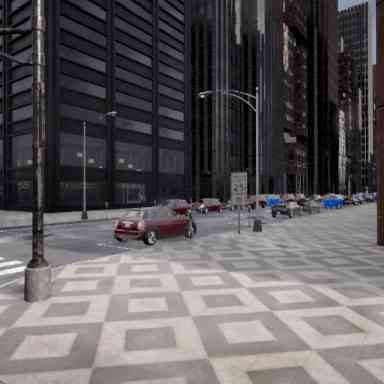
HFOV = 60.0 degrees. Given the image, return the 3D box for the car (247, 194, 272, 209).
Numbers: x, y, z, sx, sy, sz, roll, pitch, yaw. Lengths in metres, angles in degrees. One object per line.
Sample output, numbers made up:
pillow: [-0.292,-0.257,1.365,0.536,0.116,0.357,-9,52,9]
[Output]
car: [7.937,1.234,42.963,2.192,1.841,5.009,0,0,36]

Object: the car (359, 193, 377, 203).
car: [34.522,1.372,65.318,1.887,1.381,4.507,0,0,36]

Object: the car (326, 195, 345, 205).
car: [23.797,1.339,54.970,1.882,1.535,5.008,0,0,36]

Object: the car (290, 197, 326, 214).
car: [11.592,1.466,33.445,1.947,1.339,4.313,0,0,36]

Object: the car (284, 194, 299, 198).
car: [14.489,1.211,52.070,2.192,1.841,5.009,0,0,36]

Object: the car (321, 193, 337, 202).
car: [30.868,1.164,74.838,2.192,1.841,5.009,0,0,36]

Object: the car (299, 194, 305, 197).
car: [17.764,1.201,56.623,2.192,1.841,5.009,0,0,36]

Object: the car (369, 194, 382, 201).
car: [41.073,1.250,74.425,1.967,1.590,4.097,0,0,36]

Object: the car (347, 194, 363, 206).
car: [24.695,1.421,51.658,1.947,1.339,4.313,0,0,36]

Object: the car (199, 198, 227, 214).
car: [1.386,1.384,33.856,1.967,1.590,4.097,0,0,36]

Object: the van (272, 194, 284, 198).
van: [11.212,1.248,47.516,1.690,1.788,3.998,0,0,36]

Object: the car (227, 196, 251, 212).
car: [4.662,1.482,38.410,2.008,1.369,4.403,0,0,36]

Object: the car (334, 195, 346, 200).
car: [37.420,1.399,83.945,1.947,1.339,4.313,0,0,36]

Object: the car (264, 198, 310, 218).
car: [8.317,1.464,28.892,2.008,1.369,4.403,0,0,36]

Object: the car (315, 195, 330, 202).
car: [27.593,1.408,70.285,2.008,1.369,4.403,0,0,36]

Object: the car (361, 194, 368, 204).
car: [27.970,1.411,56.212,1.947,1.339,4.313,0,0,36]

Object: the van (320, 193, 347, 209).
van: [18.143,1.218,42.552,1.690,1.788,3.998,0,0,36]

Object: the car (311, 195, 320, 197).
car: [24.316,1.307,65.731,1.967,1.590,4.097,0,0,36]

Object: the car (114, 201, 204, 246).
car: [-1.510,1.393,15.233,1.967,1.590,4.097,0,0,36]

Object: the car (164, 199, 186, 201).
car: [-1.890,1.397,29.302,1.967,1.590,4.097,0,0,36]
